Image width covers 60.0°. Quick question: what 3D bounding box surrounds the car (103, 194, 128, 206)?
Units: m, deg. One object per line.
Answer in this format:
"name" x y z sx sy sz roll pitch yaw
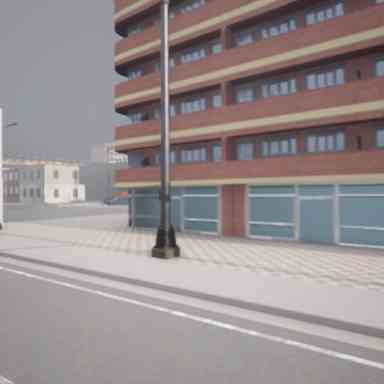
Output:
"car" -11.261 1.409 52.043 2.033 1.411 5.357 -1 1 37

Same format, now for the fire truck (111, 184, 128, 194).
"fire truck" -10.309 0.111 59.073 2.891 3.827 8.468 -1 1 37
